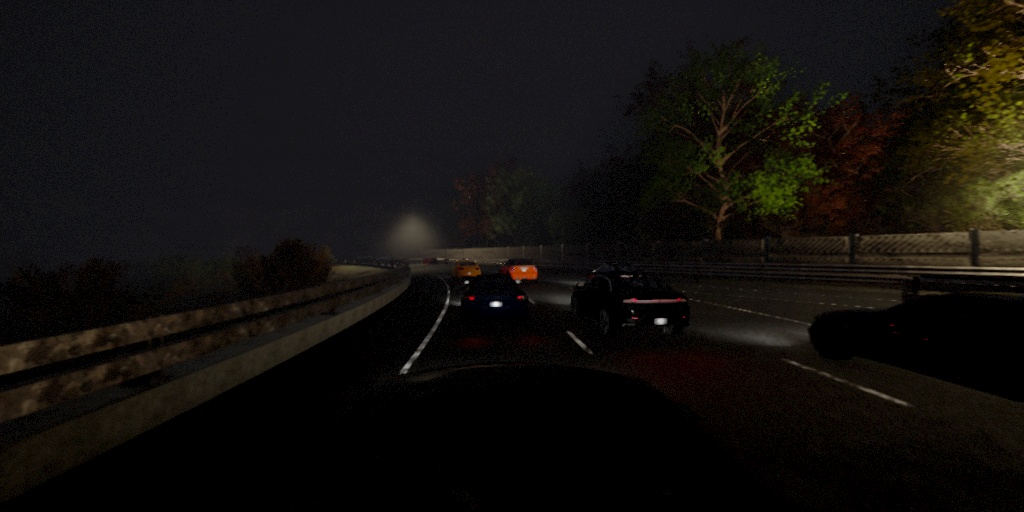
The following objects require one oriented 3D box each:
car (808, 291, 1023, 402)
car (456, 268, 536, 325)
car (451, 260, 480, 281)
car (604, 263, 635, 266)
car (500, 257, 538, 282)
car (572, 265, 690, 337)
[{"bbox_3d":[6.849,1.233,5.173,1.812,1.442,4.674,0,0,-1],"label":"car"},{"bbox_3d":[-0.614,1.265,11.665,1.994,1.385,4.181,0,0,-5],"label":"car"},{"bbox_3d":[-3.733,1.104,28.536,1.882,1.535,5.008,0,0,-15],"label":"car"},{"bbox_3d":[5.457,1.134,18.854,2.128,1.511,4.902,0,0,-9],"label":"car"},{"bbox_3d":[0.359,0.973,26.611,2.097,1.767,4.553,0,0,-13],"label":"car"},{"bbox_3d":[3.038,1.187,10.161,2.128,1.511,4.902,0,0,-4],"label":"car"}]
